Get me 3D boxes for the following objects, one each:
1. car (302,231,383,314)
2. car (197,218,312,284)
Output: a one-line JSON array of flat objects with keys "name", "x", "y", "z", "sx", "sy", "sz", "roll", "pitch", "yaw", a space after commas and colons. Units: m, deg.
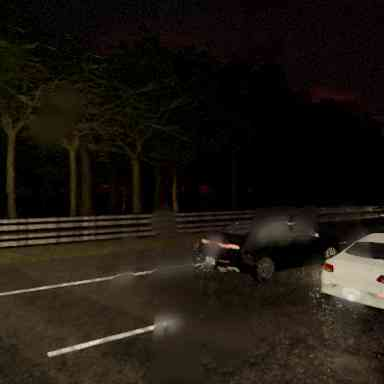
[{"name": "car", "x": 4.609, "y": 1.576, "z": 7.049, "sx": 4.674, "sy": 1.442, "sz": 1.812, "roll": 0, "pitch": 0, "yaw": -36}, {"name": "car", "x": 2.443, "y": 1.541, "z": 9.804, "sx": 4.902, "sy": 1.511, "sz": 2.128, "roll": 0, "pitch": 0, "yaw": -36}]
